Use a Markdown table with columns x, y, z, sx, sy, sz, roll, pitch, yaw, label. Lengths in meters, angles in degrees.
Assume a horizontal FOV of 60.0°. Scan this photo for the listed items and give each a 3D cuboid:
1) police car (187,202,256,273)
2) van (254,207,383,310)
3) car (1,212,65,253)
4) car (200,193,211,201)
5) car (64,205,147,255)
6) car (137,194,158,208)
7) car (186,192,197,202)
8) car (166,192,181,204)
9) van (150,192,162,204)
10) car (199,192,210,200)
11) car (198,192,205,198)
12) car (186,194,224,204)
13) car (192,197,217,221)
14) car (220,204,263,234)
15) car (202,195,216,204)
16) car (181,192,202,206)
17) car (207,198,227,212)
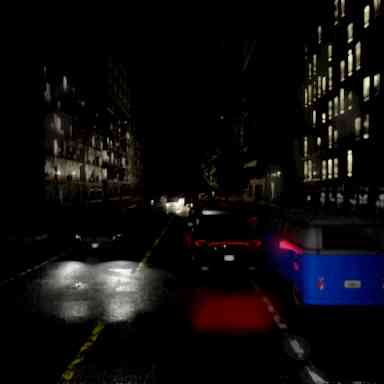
| x | y | z | sx | sy | sz | roll | pitch | yaw | label |
| --- | --- | --- | --- | --- | --- | --- | --- | --- | --- |
| 0.886 | 1.351 | 10.530 | 1.930 | 1.638 | 5.238 | 0 | 0 | 0 | police car |
| 2.681 | 1.289 | 7.404 | 1.690 | 1.788 | 3.998 | 0 | 0 | 0 | van |
| -5.708 | 1.490 | 13.088 | 1.802 | 1.307 | 4.206 | 0 | 0 | 0 | car |
| 2.600 | 0.964 | 64.327 | 1.967 | 1.590 | 4.097 | 0 | 0 | 0 | car |
| -3.118 | 1.434 | 13.015 | 1.812 | 1.442 | 4.674 | 0 | 0 | 0 | car |
| -5.749 | 1.259 | 41.550 | 2.008 | 1.369 | 4.403 | 0 | 0 | 0 | car |
| -0.087 | 0.903 | 61.149 | 2.097 | 1.767 | 4.553 | 0 | 0 | 0 | car |
| -3.159 | 1.134 | 54.311 | 1.812 | 1.442 | 4.674 | 0 | 1 | 0 | car |
| -5.764 | 0.961 | 52.933 | 1.690 | 1.788 | 3.998 | 0 | 0 | 0 | van |
| 2.592 | 0.916 | 70.019 | 1.967 | 1.590 | 4.097 | 0 | 0 | 0 | car |
| 2.559 | 0.820 | 92.789 | 1.887 | 1.381 | 4.507 | 0 | 1 | 0 | car |
| 0.822 | 1.209 | 20.382 | 2.097 | 1.767 | 4.553 | 0 | 0 | -1 | car |
| 0.863 | 1.270 | 26.611 | 1.801 | 1.575 | 5.366 | 0 | 0 | 0 | car |
| 2.665 | 1.450 | 18.789 | 1.802 | 1.307 | 4.206 | 0 | 0 | 0 | car |
| 2.616 | 1.171 | 52.943 | 2.008 | 1.369 | 4.403 | 0 | 0 | 0 | car |
| -0.059 | 1.020 | 46.971 | 2.097 | 1.767 | 4.553 | 0 | 0 | 0 | car |
| 2.640 | 1.332 | 35.867 | 1.802 | 1.307 | 4.206 | 0 | 0 | 0 | car |
